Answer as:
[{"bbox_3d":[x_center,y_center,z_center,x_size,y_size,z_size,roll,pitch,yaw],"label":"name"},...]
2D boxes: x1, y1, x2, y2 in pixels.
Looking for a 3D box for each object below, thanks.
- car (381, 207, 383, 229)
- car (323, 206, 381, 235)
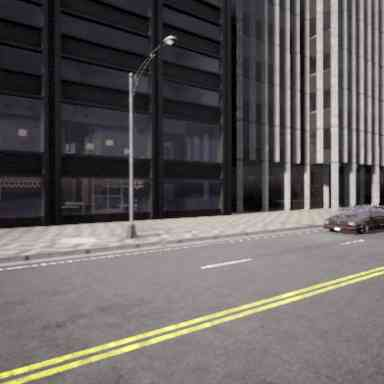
[{"bbox_3d":[11.699,1.147,16.022,5.566,2.045,2.150,0,0,-35],"label":"car"},{"bbox_3d":[9.556,1.474,18.484,5.357,1.411,2.033,0,0,-36],"label":"car"}]
